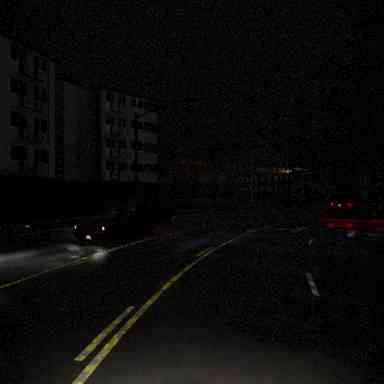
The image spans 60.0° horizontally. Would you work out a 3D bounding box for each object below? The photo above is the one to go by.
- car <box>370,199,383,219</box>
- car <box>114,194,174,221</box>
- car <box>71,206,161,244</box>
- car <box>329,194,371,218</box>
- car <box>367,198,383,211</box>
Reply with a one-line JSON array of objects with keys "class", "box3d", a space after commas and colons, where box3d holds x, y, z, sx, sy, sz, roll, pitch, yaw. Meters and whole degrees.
[{"class": "car", "box3d": [17.200, 1.491, 28.157, 2.128, 1.511, 4.902, 0, 0, 44]}, {"class": "car", "box3d": [-3.501, 1.228, 24.548, 2.150, 2.045, 5.566, 0, 0, 30]}, {"class": "car", "box3d": [-3.556, 1.601, 16.098, 1.895, 1.301, 4.718, 0, 0, 22]}, {"class": "car", "box3d": [14.490, 1.221, 30.379, 2.150, 2.045, 5.566, 0, 0, 44]}, {"class": "car", "box3d": [23.281, 1.546, 41.601, 1.994, 1.385, 4.181, 0, 0, 22]}]
